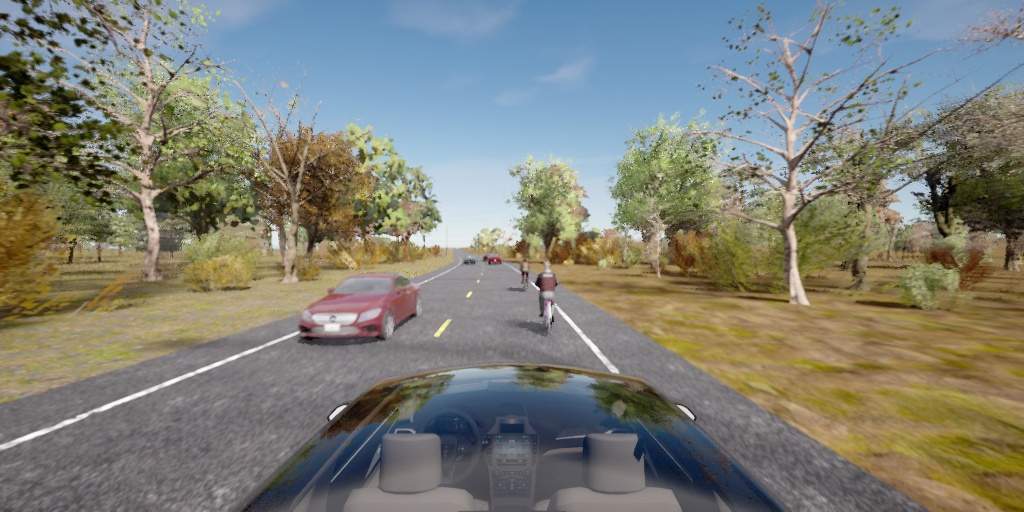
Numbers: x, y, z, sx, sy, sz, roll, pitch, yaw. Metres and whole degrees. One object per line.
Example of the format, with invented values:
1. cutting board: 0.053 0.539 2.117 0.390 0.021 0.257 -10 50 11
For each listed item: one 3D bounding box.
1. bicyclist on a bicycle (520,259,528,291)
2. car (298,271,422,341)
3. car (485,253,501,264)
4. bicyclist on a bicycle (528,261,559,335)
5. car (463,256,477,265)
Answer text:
1. bicyclist on a bicycle: 0.663 0.978 18.059 0.582 1.620 1.656 0 1 -2
2. car: -3.700 1.172 9.630 1.812 1.442 4.674 0 1 -1
3. car: -2.703 0.458 54.847 1.882 1.535 5.008 0 1 -6
4. bicyclist on a bicycle: 0.878 1.019 9.225 0.659 1.776 1.843 0 1 -1
5. car: -6.007 0.645 51.107 1.895 1.301 4.718 0 1 -5
